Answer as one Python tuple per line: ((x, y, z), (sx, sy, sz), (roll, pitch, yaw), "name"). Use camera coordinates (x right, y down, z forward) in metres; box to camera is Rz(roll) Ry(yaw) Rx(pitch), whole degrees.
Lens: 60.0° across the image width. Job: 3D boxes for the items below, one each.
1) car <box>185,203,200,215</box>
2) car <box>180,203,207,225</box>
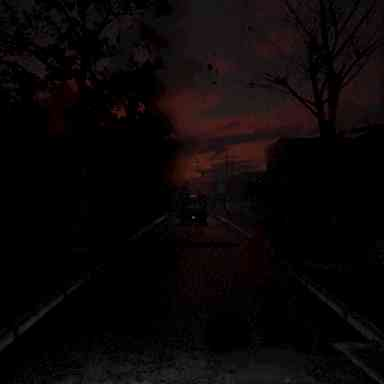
((0.091, 2.151, 42.813), (1.837, 1.490, 4.892), (0, -2, 0), "car")
((0.094, 1.646, 25.343), (1.882, 1.535, 5.008), (0, -1, 0), "car")
